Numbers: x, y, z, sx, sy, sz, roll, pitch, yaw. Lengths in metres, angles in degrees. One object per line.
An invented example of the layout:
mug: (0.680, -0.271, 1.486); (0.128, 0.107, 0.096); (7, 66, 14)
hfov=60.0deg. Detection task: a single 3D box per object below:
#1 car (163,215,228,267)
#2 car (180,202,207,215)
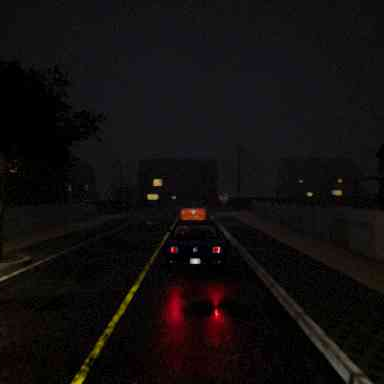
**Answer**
car: (0.098, 1.690, 11.656); (1.895, 1.301, 4.718); (0, 0, 0)
car: (0.098, 1.579, 27.347); (2.097, 1.767, 4.553); (0, -1, 0)
